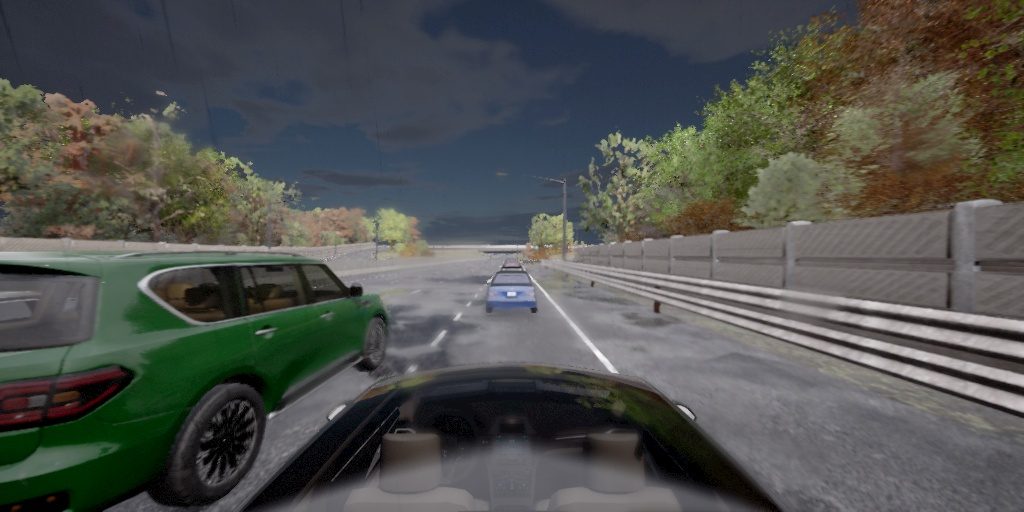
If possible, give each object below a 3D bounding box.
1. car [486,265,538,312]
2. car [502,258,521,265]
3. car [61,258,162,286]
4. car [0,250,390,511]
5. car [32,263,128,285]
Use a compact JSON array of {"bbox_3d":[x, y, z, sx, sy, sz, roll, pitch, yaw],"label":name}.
[{"bbox_3d":[-0.003,1.265,14.040,2.033,1.411,5.357,0,0,0],"label":"car"},{"bbox_3d":[-0.003,1.184,28.689,2.128,1.511,4.902,0,0,0],"label":"car"},{"bbox_3d":[-28.080,1.050,25.411,2.097,1.767,4.553,0,0,0],"label":"car"},{"bbox_3d":[-3.402,0.963,4.513,2.150,2.045,5.566,0,0,0],"label":"car"},{"bbox_3d":[-31.560,1.260,26.407,1.994,1.385,4.181,0,0,0],"label":"car"}]
